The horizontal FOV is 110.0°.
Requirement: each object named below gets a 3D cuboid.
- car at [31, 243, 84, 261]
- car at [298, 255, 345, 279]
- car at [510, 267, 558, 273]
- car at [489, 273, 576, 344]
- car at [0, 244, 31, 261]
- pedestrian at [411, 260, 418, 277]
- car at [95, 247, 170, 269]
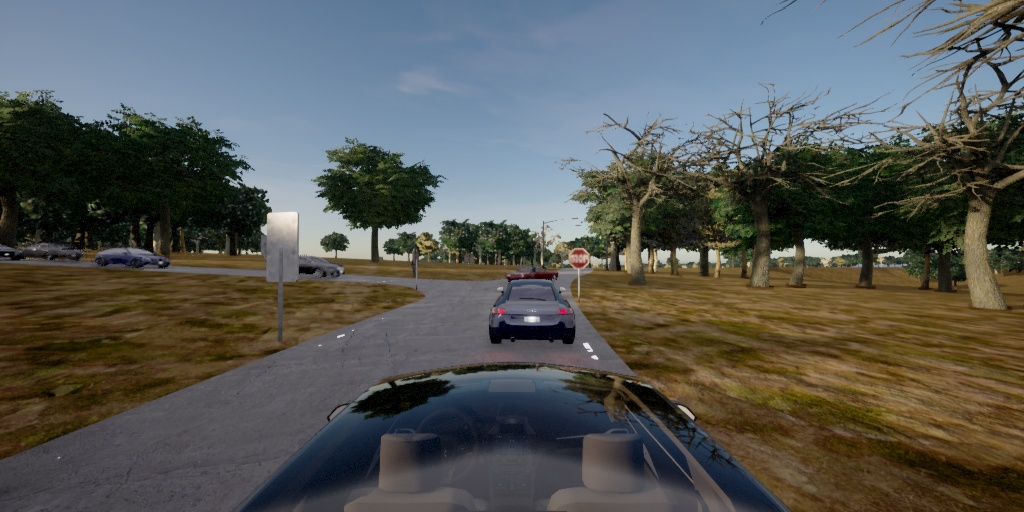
[{"bbox_3d":[-39.393,-0.356,30.515,4.902,1.511,2.128,3,-1,7],"label":"car"},{"bbox_3d":[-13.858,0.684,24.299,4.902,1.511,2.128,3,-1,6],"label":"car"},{"bbox_3d":[1.662,1.469,27.756,1.895,1.301,4.718,0,-1,39],"label":"car"},{"bbox_3d":[0.522,1.319,9.624,1.994,1.385,4.181,0,0,3],"label":"car"},{"bbox_3d":[-40.168,-0.378,27.416,4.181,1.385,1.994,2,-1,7],"label":"car"},{"bbox_3d":[-8.152,0.850,30.015,0.375,1.860,0.375,0,-4,7],"label":"pedestrian"},{"bbox_3d":[-27.384,0.131,25.885,4.674,1.442,1.812,2,-2,7],"label":"car"}]
